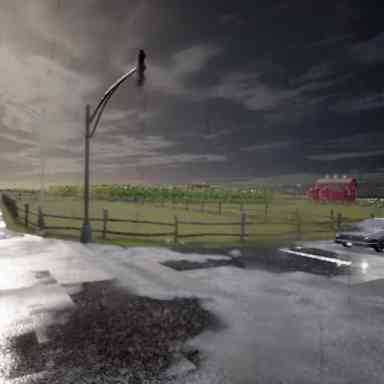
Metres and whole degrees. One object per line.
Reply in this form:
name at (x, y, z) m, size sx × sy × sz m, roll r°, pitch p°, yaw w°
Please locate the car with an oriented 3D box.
car at (9.182, 1.961, 15.915) m, size 5.357 × 1.411 × 2.033 m, roll 2°, pitch -1°, yaw -31°
